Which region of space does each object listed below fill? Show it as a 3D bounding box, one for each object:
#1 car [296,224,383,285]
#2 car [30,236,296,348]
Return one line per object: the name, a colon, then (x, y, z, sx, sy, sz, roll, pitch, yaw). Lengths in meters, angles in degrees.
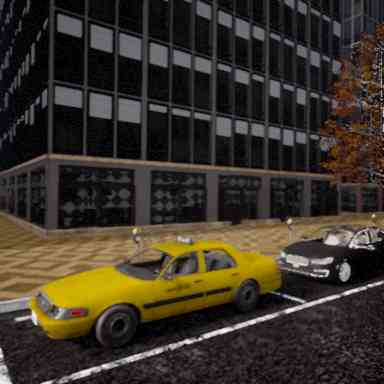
car: (4.423, 1.644, 9.708, 4.403, 1.369, 2.008, 1, 0, -35)
car: (-0.352, 1.559, 6.304, 4.829, 1.417, 1.752, 1, 0, -35)
